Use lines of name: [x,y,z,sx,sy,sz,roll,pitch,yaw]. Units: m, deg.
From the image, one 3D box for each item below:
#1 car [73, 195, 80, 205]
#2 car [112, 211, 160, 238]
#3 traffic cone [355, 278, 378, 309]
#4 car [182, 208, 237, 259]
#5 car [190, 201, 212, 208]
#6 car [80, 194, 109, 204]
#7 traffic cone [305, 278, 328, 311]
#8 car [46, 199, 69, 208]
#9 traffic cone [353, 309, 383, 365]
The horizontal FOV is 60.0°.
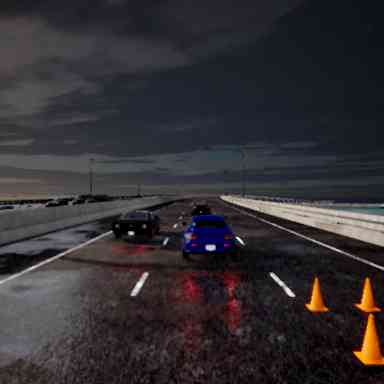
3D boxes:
car: [-16.438,1.360,51.378,2.150,2.045,5.566,0,0,2]
car: [-2.844,1.658,17.908,1.895,1.301,4.718,0,0,1]
traffic cone: [3.451,1.986,6.535,0.340,0.580,0.340,0,0,0]
car: [0.592,1.572,12.672,1.812,1.442,4.674,0,0,0]
car: [0.845,1.602,31.863,2.128,1.511,4.902,0,0,1]
car: [-13.069,1.355,46.075,2.150,2.045,5.566,0,-1,2]
traffic cone: [2.451,1.984,6.539,0.340,0.580,0.340,0,0,0]
car: [-19.985,1.692,49.588,1.994,1.385,4.181,0,0,2]
traffic cone: [2.443,1.977,4.539,0.340,0.580,0.340,0,0,0]
